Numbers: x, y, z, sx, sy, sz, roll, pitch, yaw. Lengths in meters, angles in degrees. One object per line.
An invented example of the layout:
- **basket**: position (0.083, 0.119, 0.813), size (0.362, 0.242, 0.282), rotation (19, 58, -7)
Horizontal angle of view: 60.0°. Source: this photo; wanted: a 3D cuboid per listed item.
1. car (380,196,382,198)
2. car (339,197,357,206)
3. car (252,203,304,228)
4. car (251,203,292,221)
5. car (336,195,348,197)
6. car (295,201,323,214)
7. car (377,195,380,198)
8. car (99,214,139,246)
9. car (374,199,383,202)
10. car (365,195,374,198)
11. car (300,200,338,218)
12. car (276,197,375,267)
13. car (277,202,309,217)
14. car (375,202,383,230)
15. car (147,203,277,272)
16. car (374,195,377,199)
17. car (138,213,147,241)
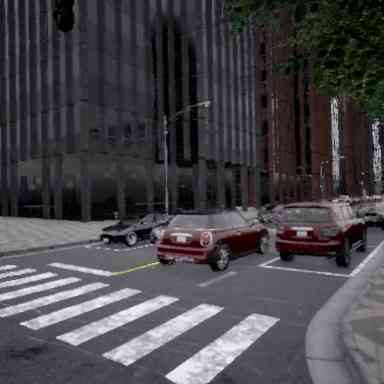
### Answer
- **car**: position (45.435, 1.523, 82.524), size (1.967, 1.590, 4.097), rotation (-2, -1, 36)
- **car**: position (26.277, 1.643, 55.972), size (1.887, 1.381, 4.507), rotation (-2, -1, 36)
- **car**: position (6.226, 1.569, 23.637), size (1.837, 1.490, 4.892), rotation (-2, -1, 36)
- **car**: position (7.116, 1.680, 29.421), size (2.008, 1.369, 4.403), rotation (-2, -1, 36)
- **car**: position (23.078, 1.418, 51.550), size (2.192, 1.841, 5.009), rotation (-2, -1, 36)
- **car**: position (13.504, 1.700, 38.271), size (1.802, 1.307, 4.206), rotation (-2, -1, 36)
- **car**: position (42.244, 1.630, 78.097), size (1.887, 1.381, 4.507), rotation (-2, -1, 36)
- **car**: position (-2.463, 1.712, 16.146), size (1.947, 1.339, 4.313), rotation (-2, -1, 36)
- **car**: position (14.031, 1.456, 24.440), size (2.008, 1.369, 4.403), rotation (-2, -1, 36)
- **car**: position (35.855, 1.530, 69.249), size (1.967, 1.590, 4.097), rotation (-2, -1, 36)
- **car**: position (12.324, 1.545, 32.064), size (2.128, 1.511, 4.902), rotation (-2, -1, 36)
- **car**: position (4.448, 1.238, 11.170), size (2.192, 1.841, 5.009), rotation (-2, -1, 36)
- **car**: position (10.311, 1.706, 33.846), size (1.802, 1.307, 4.206), rotation (-2, -1, 36)
- **car**: position (10.839, 1.477, 20.015), size (1.947, 1.339, 4.313), rotation (-2, -1, 36)
- **car**: position (0.895, 1.350, 11.083), size (2.097, 1.767, 4.553), rotation (-2, -1, 34)
- **car**: position (39.050, 1.638, 73.672), size (2.008, 1.369, 4.403), rotation (-2, -1, 36)
- **car**: position (0.169, 1.567, 15.241), size (2.128, 1.511, 4.902), rotation (-2, -1, 35)
